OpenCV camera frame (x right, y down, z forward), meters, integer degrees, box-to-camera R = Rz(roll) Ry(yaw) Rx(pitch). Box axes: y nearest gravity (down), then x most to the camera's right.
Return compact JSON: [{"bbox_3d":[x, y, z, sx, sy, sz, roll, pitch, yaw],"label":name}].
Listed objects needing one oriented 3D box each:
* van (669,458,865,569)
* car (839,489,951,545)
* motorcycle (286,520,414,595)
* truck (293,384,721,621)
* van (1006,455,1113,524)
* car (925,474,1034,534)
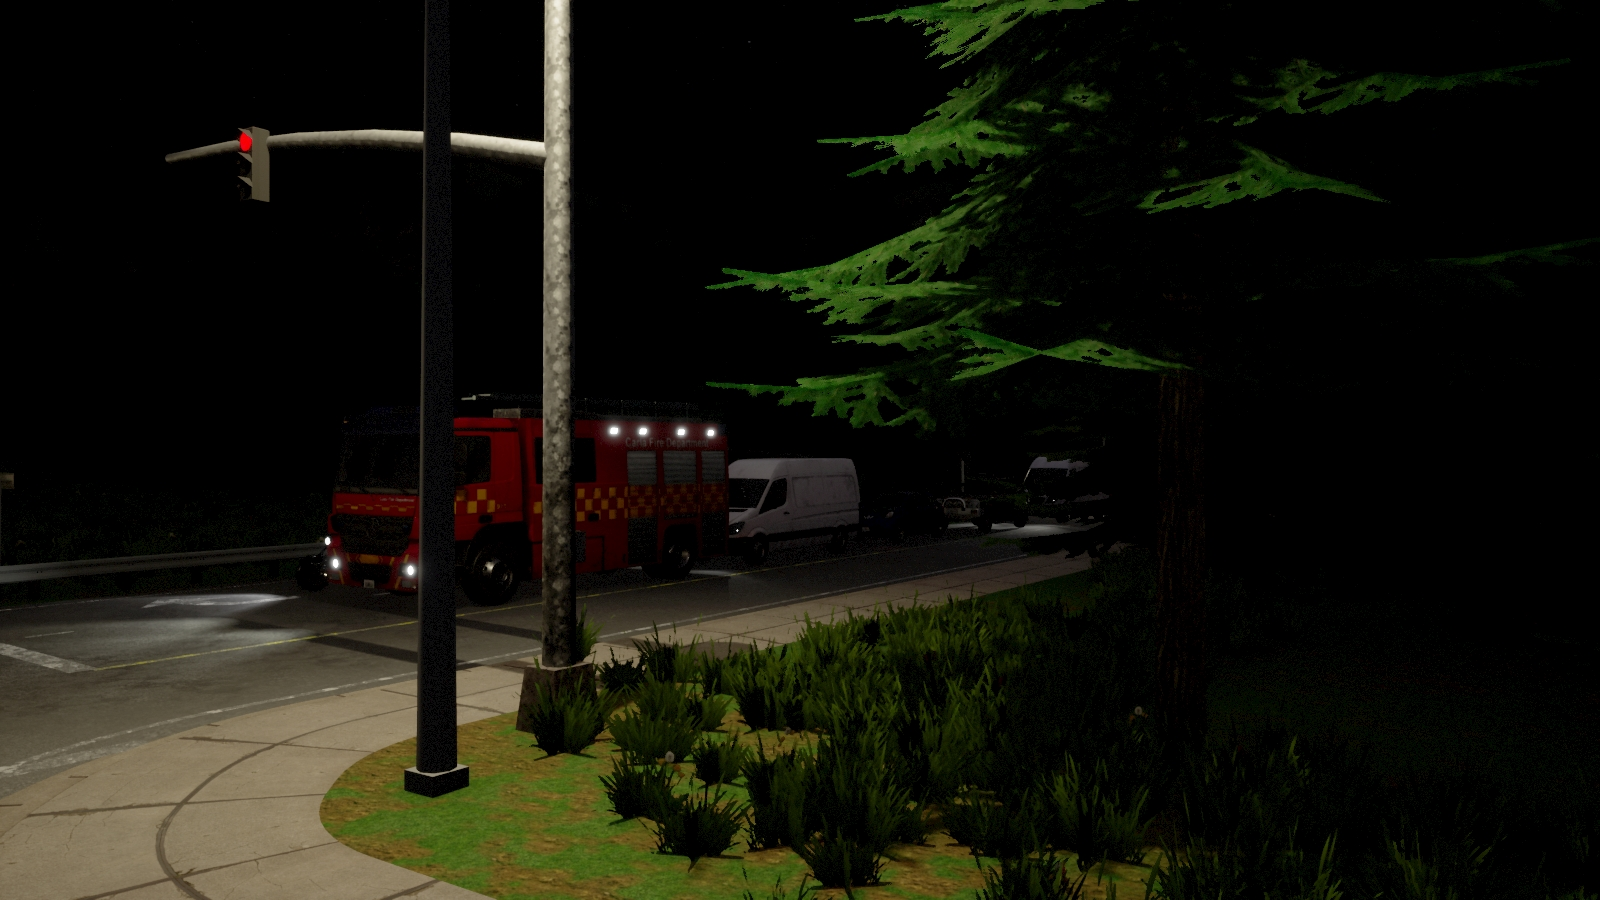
[{"bbox_3d":[-0.690,1.497,29.618,1.988,2.561,5.915,0,0,34],"label":"van"},{"bbox_3d":[2.957,2.000,34.988,1.845,1.501,3.633,0,0,34],"label":"car"},{"bbox_3d":[-9.056,2.131,23.082,0.764,1.277,2.356,0,0,37],"label":"motorcycle"},{"bbox_3d":[-5.328,0.853,22.761,2.891,3.827,8.468,0,0,34],"label":"truck"},{"bbox_3d":[10.451,1.497,45.657,1.988,2.561,5.915,0,0,36],"label":"van"},{"bbox_3d":[6.318,1.826,39.820,1.932,1.855,4.605,0,0,35],"label":"car"}]
